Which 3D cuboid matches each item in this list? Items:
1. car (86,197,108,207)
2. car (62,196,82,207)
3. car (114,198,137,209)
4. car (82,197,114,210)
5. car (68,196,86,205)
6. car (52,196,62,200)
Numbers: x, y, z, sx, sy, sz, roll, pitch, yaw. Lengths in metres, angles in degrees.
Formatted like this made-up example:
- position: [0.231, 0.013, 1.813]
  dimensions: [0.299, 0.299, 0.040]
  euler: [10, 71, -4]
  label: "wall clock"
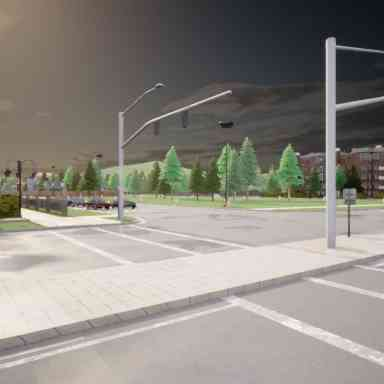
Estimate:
- position: [-15.186, 1.505, 52.891]
  dimensions: [1.837, 1.490, 4.892]
  euler: [0, 0, -36]
  label: "car"
- position: [-17.586, 1.505, 50.232]
  dimensions: [1.837, 1.490, 4.892]
  euler: [0, 0, -36]
  label: "car"
- position: [-9.390, 1.547, 44.899]
  dimensions: [2.033, 1.411, 5.357]
  euler: [0, 0, -36]
  label: "car"
- position: [-12.176, 1.601, 42.789]
  dimensions: [1.895, 1.301, 4.718]
  euler: [0, 0, -36]
  label: "car"
- position: [-21.285, 1.478, 61.356]
  dimensions: [1.882, 1.535, 5.008]
  euler: [0, 0, -36]
  label: "car"
- position: [-23.423, 1.505, 58.317]
  dimensions: [1.837, 1.490, 4.892]
  euler: [0, 0, -36]
  label: "car"
